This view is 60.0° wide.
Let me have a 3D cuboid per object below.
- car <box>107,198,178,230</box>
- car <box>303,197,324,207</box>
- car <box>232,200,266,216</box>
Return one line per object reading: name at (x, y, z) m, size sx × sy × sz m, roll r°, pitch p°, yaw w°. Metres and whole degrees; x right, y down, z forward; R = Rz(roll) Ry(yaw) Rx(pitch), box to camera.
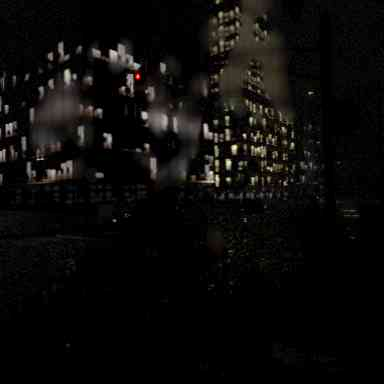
car at (-3.262, 1.437, 23.174) m, size 2.150 × 2.045 × 5.566 m, roll -2°, pitch -1°, yaw 36°
car at (18.242, 1.515, 49.803) m, size 1.812 × 1.442 × 4.674 m, roll -2°, pitch -1°, yaw 39°
car at (6.036, 1.614, 34.720) m, size 1.837 × 1.490 × 4.892 m, roll -2°, pitch -1°, yaw 39°
